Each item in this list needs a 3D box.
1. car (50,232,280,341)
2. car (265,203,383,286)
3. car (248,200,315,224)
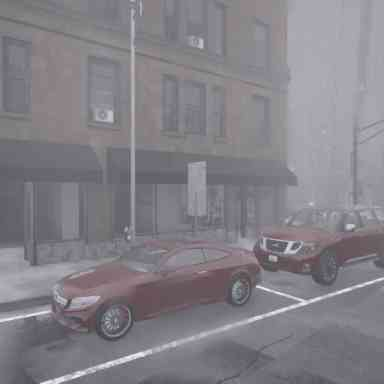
[{"bbox_3d":[-0.461,1.582,6.435,4.206,1.307,1.802,0,0,-35],"label":"car"},{"bbox_3d":[4.038,1.315,9.639,5.009,1.841,2.192,0,0,-35],"label":"car"},{"bbox_3d":[6.844,1.487,25.904,1.882,1.535,5.008,0,0,-35],"label":"car"}]
